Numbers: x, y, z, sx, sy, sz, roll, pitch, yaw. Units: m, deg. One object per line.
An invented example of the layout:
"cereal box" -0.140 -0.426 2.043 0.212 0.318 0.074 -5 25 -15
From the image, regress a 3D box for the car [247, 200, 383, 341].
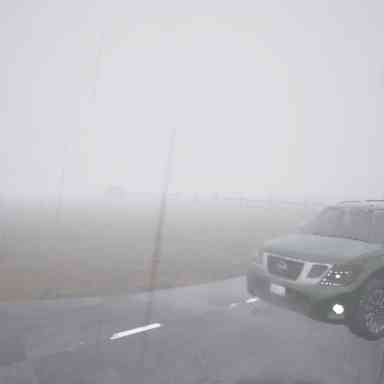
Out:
"car" 3.725 1.210 6.797 5.566 2.045 2.150 0 0 -32
